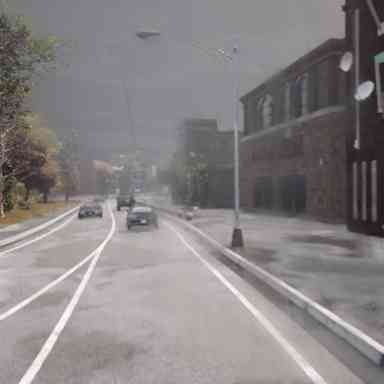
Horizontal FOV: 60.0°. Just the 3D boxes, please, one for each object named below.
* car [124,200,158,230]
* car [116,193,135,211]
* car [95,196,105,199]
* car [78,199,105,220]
[{"bbox_3d":[-3.217,1.505,21.195,1.812,1.442,4.674,-1,0,-12],"label":"car"},{"bbox_3d":[-8.298,1.196,41.810,2.150,2.045,5.566,-1,0,-14],"label":"car"},{"bbox_3d":[-19.037,1.530,68.651,1.994,1.385,4.181,-1,1,-15],"label":"car"},{"bbox_3d":[-8.865,1.611,29.276,1.994,1.385,4.181,-1,0,-14],"label":"car"}]
